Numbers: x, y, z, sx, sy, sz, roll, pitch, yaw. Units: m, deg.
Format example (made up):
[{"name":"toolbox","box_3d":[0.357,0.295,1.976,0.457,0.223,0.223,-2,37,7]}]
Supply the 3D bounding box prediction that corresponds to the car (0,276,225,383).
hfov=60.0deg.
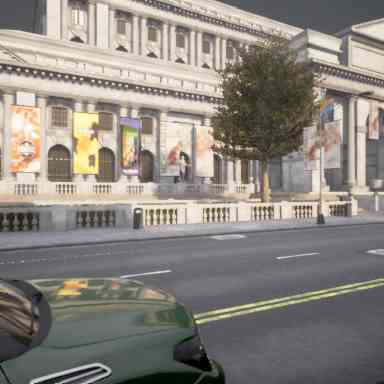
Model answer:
[{"name":"car","box_3d":[-2.385,1.222,1.860,5.566,2.045,2.150,0,0,-36]}]
